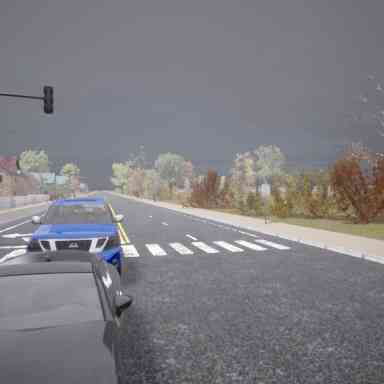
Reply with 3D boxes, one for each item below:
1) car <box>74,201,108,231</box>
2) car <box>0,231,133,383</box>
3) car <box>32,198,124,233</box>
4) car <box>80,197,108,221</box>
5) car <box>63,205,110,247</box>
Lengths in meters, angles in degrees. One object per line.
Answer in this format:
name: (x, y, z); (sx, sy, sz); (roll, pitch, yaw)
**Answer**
car: (-6.535, 1.466, 21.856); (1.882, 1.535, 5.008); (0, 0, -15)
car: (-1.729, 1.524, 3.934); (1.812, 1.442, 4.674); (0, 0, -13)
car: (-3.348, 1.218, 10.028); (2.150, 2.045, 5.566); (0, 0, -15)
car: (-8.077, 1.335, 27.595); (2.097, 1.767, 4.553); (0, 0, -15)
car: (-4.986, 1.497, 16.106); (1.837, 1.490, 4.892); (0, 0, -15)
